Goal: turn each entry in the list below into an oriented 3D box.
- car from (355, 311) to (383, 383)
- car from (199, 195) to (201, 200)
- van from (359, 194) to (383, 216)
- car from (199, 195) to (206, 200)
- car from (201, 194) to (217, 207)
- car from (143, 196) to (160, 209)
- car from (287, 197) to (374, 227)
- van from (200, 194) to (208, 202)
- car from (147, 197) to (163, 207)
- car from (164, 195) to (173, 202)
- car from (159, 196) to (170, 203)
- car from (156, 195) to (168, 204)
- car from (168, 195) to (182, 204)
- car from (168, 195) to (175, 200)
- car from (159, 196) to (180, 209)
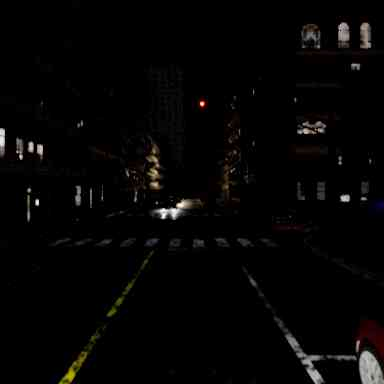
[{"bbox_3d":[2.685,1.543,2.002,1.887,1.381,4.507,0,0,0],"label":"car"},{"bbox_3d":[2.821,1.529,67.585,2.008,1.369,4.403,-1,0,0],"label":"car"},{"bbox_3d":[15.696,1.015,27.546,3.998,1.788,1.690,-1,1,-1],"label":"van"},{"bbox_3d":[2.878,1.534,95.225,1.887,1.381,4.507,-1,0,0],"label":"car"},{"bbox_3d":[2.785,1.417,51.002,1.967,1.590,4.097,-1,0,0],"label":"car"},{"bbox_3d":[-5.605,1.528,45.497,2.008,1.369,4.403,0,0,0],"label":"car"},{"bbox_3d":[8.723,1.329,21.601,5.008,1.535,1.882,-2,-1,-9],"label":"car"},{"bbox_3d":[2.842,1.322,78.641,1.690,1.788,3.998,-1,0,0],"label":"van"},{"bbox_3d":[-5.594,1.543,51.024,1.947,1.339,4.313,0,0,0],"label":"car"},{"bbox_3d":[-5.537,1.506,78.494,1.752,1.417,4.829,-1,0,0],"label":"car"},{"bbox_3d":[-5.559,1.560,67.608,1.802,1.307,4.206,-1,0,0],"label":"car"},{"bbox_3d":[-5.572,1.417,62.080,1.967,1.590,4.097,-1,0,0],"label":"car"},{"bbox_3d":[-2.936,1.482,61.708,1.837,1.490,4.892,0,0,1],"label":"car"},{"bbox_3d":[-5.513,1.568,89.720,1.802,1.307,4.206,-1,0,0],"label":"car"},{"bbox_3d":[-3.005,1.578,45.202,1.895,1.301,4.718,0,0,0],"label":"car"}]
